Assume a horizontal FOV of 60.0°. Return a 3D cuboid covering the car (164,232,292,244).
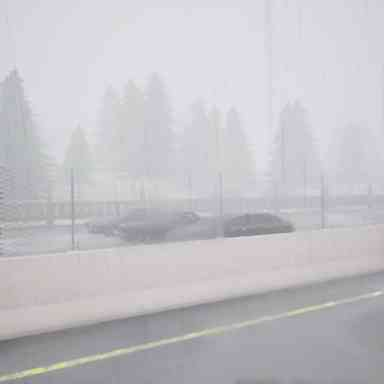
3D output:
[{"bbox_3d":[1.391,1.428,11.798,4.892,1.490,1.837,-1,0,-26],"label":"car"}]
